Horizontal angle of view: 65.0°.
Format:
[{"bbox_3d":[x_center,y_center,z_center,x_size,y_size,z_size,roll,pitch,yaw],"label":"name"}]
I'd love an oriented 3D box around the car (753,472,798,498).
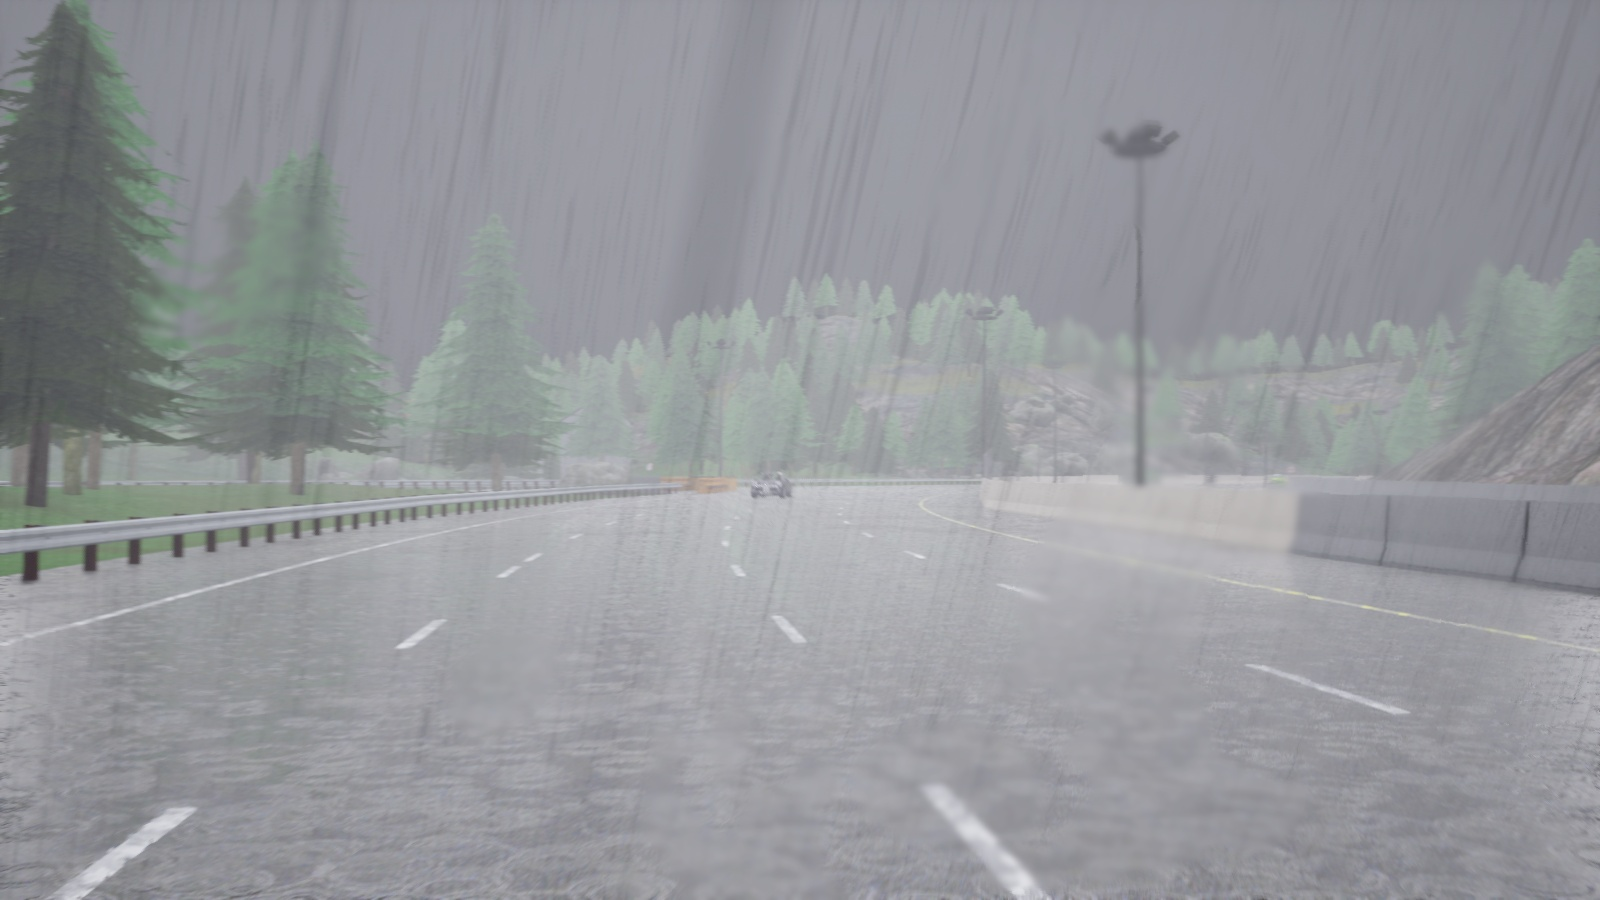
[{"bbox_3d":[-1.384,1.983,71.609,1.970,1.475,3.806,0,-1,9],"label":"car"}]
